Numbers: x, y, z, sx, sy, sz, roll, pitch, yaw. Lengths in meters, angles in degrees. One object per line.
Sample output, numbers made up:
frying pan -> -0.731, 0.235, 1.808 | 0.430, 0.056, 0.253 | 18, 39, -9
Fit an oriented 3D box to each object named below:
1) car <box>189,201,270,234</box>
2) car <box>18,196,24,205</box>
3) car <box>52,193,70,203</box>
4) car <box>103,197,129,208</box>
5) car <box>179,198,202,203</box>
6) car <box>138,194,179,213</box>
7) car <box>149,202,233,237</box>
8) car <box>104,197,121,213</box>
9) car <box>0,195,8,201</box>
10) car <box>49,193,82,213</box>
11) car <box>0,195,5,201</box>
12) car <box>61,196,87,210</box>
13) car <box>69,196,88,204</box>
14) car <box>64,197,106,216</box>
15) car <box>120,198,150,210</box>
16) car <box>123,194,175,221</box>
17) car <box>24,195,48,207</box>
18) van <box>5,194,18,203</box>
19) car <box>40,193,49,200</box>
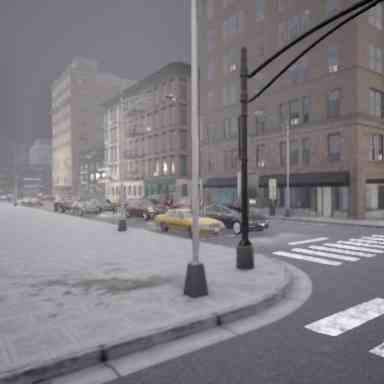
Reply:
car -> 2.150, 1.438, 18.847 | 1.837, 1.490, 4.892 | -1, 0, -37
car -> -26.759, 1.463, 54.516 | 1.752, 1.417, 4.829 | -1, 0, -36
car -> -26.991, 1.165, 68.530 | 2.192, 1.841, 5.009 | -1, 0, -36
car -> -10.502, 1.388, 45.728 | 1.752, 1.417, 4.829 | -1, 0, -36
car -> -0.451, 1.311, 31.825 | 1.967, 1.590, 4.097 | -1, 0, -36
car -> -3.770, 1.183, 36.413 | 2.192, 1.841, 5.009 | -1, 0, -36
car -> -0.219, 1.484, 17.810 | 1.752, 1.417, 4.829 | -1, 0, -36
car -> -9.429, 1.428, 34.894 | 1.837, 1.490, 4.892 | -1, 0, -36
car -> -46.762, 1.490, 82.183 | 1.947, 1.339, 4.313 | -1, 0, -36
car -> -13.590, 1.263, 36.300 | 2.192, 1.841, 5.009 | -1, 0, -36
car -> -43.445, 1.477, 77.595 | 2.008, 1.369, 4.403 | -1, 0, -36
car -> -15.439, 1.396, 43.283 | 1.882, 1.535, 5.008 | -1, 0, -36
car -> -20.355, 1.405, 59.355 | 2.008, 1.369, 4.403 | -1, 0, -36
car -> -10.271, 1.501, 31.713 | 2.008, 1.369, 4.403 | -1, 0, -36
car -> -7.085, 1.431, 41.003 | 1.947, 1.339, 4.313 | -1, 0, -36
car -> -3.520, 1.280, 26.704 | 2.097, 1.767, 4.553 | -1, 0, -36
car -> -23.541, 1.522, 50.066 | 1.802, 1.307, 4.206 | -1, 0, -36
van -> -36.812, 1.272, 68.417 | 1.690, 1.788, 3.998 | -1, 0, -36
car -> -33.624, 1.412, 77.708 | 1.947, 1.339, 4.313 | -1, 0, -36
